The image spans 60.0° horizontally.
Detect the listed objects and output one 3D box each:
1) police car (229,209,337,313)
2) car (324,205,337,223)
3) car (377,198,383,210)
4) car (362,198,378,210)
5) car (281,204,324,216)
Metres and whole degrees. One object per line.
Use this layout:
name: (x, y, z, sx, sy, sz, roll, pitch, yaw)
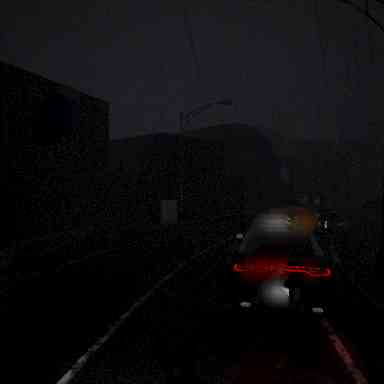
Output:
police car: (2.048, 1.428, 7.952, 1.930, 1.638, 5.238, 0, 0, 13)
car: (8.033, 1.537, 21.451, 1.837, 1.490, 4.892, 1, 0, 34)
car: (24.564, 1.633, 39.817, 4.902, 1.511, 2.128, 0, 1, -42)
car: (24.493, 1.595, 44.563, 4.902, 1.511, 2.128, 0, 1, -43)
car: (5.189, 1.493, 16.621, 1.882, 1.535, 5.008, 1, 0, 26)
